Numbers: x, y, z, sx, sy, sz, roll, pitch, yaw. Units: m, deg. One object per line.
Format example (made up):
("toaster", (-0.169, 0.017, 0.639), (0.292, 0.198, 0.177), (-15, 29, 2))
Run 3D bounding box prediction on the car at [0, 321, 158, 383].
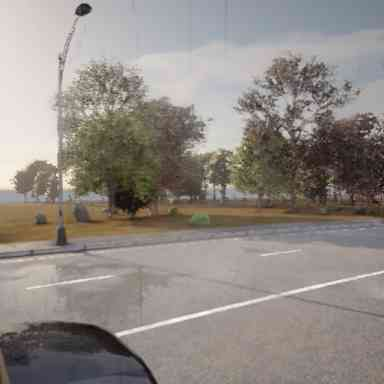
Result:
("car", (-2.198, 1.552, 2.042), (4.181, 1.385, 1.994), (0, 0, -36))
